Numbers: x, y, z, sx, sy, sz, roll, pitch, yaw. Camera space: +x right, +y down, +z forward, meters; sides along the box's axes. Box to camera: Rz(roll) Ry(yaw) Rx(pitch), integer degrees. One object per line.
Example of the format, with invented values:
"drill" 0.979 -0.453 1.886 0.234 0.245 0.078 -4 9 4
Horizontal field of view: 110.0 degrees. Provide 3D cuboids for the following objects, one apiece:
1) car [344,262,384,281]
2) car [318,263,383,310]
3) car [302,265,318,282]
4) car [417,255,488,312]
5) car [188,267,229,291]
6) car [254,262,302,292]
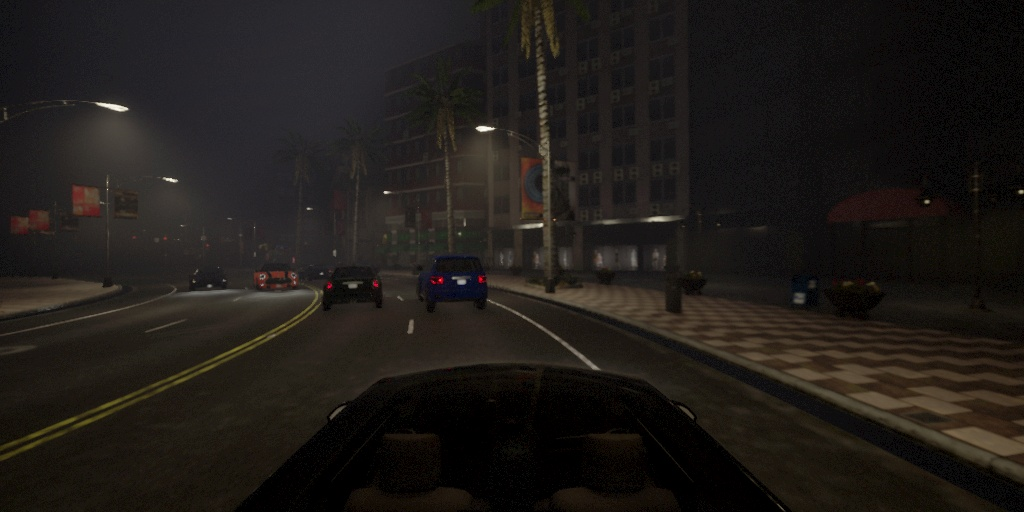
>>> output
"car" -13.198 1.339 31.795 1.812 1.442 4.674 -1 0 -42
"car" -6.655 1.138 15.278 2.097 1.767 4.553 -1 0 -21
"car" -16.835 1.418 30.505 1.994 1.385 4.181 -1 0 -44
"car" -2.569 0.970 14.621 2.150 2.045 5.566 0 0 -19
"car" -20.088 1.447 23.768 2.033 1.411 5.357 -1 0 -41
"car" -15.048 1.205 22.830 2.097 1.767 4.553 -1 0 -38
